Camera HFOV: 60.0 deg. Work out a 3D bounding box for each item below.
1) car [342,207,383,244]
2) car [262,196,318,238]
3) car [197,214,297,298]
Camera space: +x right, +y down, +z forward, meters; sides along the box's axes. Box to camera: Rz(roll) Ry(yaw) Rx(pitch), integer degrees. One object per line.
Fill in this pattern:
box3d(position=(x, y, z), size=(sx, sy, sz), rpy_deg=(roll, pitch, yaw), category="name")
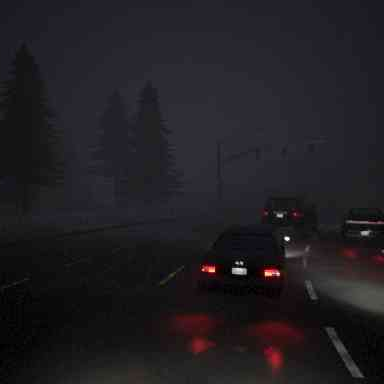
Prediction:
box3d(position=(8.347, 1.492, 15.963), size=(2.128, 1.511, 4.902), rpy_deg=(0, 0, 28), category="car")
box3d(position=(5.460, 1.221, 18.193), size=(2.150, 2.045, 5.566), rpy_deg=(0, 0, 28), category="car")
box3d(position=(1.532, 1.547, 8.734), size=(2.033, 1.411, 5.357), rpy_deg=(0, 0, 15), category="car")
